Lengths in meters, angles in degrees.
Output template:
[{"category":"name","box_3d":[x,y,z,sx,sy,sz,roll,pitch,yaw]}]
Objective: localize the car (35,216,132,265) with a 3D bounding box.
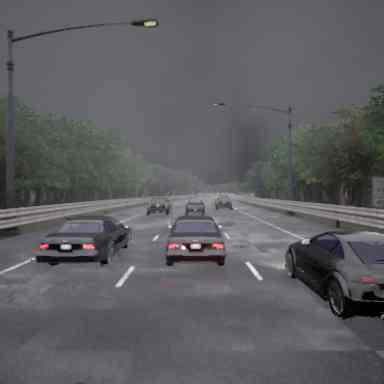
[{"category":"car","box_3d":[-3.392,1.520,11.458,2.033,1.411,5.357,0,0,0]}]

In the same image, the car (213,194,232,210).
[{"category":"car","box_3d":[4.032,1.326,43.238,2.097,1.767,4.553,0,0,2]}]

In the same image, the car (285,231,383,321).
[{"category":"car","box_3d":[3.499,1.543,7.325,1.994,1.385,4.181,0,0,0]}]

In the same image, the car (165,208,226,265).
[{"category":"car","box_3d":[0.106,1.520,11.538,2.033,1.411,5.357,0,0,0]}]

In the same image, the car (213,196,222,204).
[{"category":"car","box_3d":[5.094,1.544,67.072,1.882,1.535,5.008,0,0,3]}]

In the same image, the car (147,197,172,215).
[{"category":"car","box_3d":[-3.136,1.312,33.241,2.097,1.767,4.553,0,0,1]}]

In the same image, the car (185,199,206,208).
[{"category":"car","box_3d":[0.370,1.453,33.467,2.128,1.511,4.902,0,0,1]}]

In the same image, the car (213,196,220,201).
[{"category":"car","box_3d":[6.635,1.719,89.829,1.812,1.442,4.674,0,0,5]}]
